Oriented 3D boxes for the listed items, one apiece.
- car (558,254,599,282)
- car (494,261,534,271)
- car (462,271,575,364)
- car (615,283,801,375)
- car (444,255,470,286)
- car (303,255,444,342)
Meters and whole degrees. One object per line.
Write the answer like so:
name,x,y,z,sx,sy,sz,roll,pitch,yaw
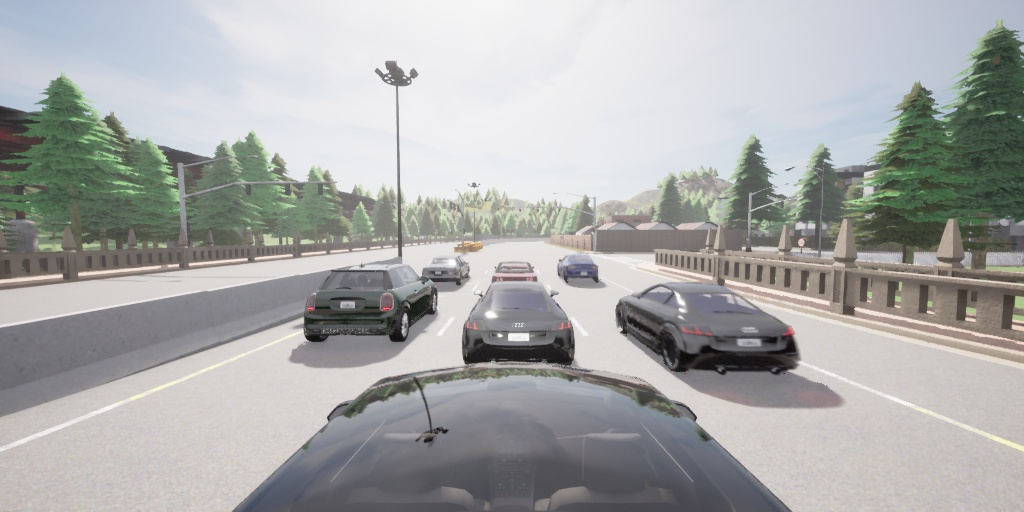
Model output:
car,3.651,0.583,20.175,1.812,1.442,4.674,0,3,1
car,0.108,0.861,16.558,1.895,1.301,4.718,0,3,0
car,0.105,1.223,7.782,1.994,1.385,4.181,0,2,0
car,3.604,1.234,7.448,1.994,1.385,4.181,0,2,0
car,-3.390,0.671,18.966,2.033,1.411,5.357,0,3,0
car,-3.396,0.958,9.538,2.097,1.767,4.553,0,2,0
